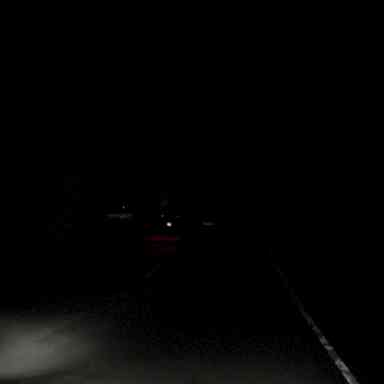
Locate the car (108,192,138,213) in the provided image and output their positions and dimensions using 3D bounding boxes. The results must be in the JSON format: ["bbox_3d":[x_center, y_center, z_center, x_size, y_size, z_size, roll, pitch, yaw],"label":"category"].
[{"bbox_3d":[-6.618,1.062,35.484,2.150,2.045,5.566,0,0,22],"label":"car"}]

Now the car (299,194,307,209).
[{"bbox_3d":[13.639,1.372,44.030,1.837,1.490,4.892,0,0,24],"label":"car"}]

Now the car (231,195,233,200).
[{"bbox_3d":[10.420,0.878,73.883,2.150,2.045,5.566,0,0,24],"label":"car"}]

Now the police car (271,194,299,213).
[{"bbox_3d":[9.629,1.316,34.989,1.930,1.638,5.238,0,0,24],"label":"police car"}]

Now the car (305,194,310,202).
[{"bbox_3d":[16.072,1.379,49.514,1.812,1.442,4.674,0,0,24],"label":"car"}]

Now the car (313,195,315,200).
[{"bbox_3d":[28.903,1.215,81.299,1.812,1.442,4.674,0,0,24],"label":"car"}]

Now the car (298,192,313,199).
[{"bbox_3d":[22.469,0.918,66.835,2.150,2.045,5.566,0,0,24],"label":"car"}]

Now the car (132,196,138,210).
[{"bbox_3d":[-3.558,1.404,33.740,2.033,1.411,5.357,0,0,22],"label":"car"}]

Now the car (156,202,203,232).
[{"bbox_3d":[-0.612,1.425,19.676,1.837,1.490,4.892,0,0,14],"label":"car"}]
